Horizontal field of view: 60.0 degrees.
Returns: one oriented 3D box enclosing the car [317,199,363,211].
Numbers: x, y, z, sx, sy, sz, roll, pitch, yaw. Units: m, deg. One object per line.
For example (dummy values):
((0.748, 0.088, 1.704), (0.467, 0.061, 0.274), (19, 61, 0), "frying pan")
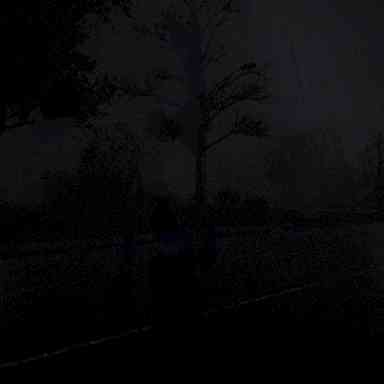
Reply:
((18.043, 1.532, 40.947), (2.033, 1.411, 5.357), (0, 0, -28), "car")
